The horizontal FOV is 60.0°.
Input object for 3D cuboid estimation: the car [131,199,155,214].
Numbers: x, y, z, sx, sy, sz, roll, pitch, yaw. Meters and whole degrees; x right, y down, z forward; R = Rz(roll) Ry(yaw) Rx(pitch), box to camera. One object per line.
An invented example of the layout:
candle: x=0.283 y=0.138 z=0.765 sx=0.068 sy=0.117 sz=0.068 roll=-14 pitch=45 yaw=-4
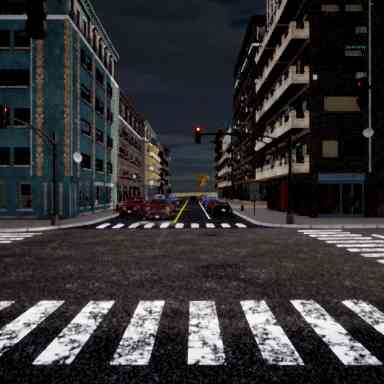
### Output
car: x=-5.200 y=1.538 z=35.749 sx=1.887 sy=1.381 sz=4.507 roll=0 pitch=0 yaw=0

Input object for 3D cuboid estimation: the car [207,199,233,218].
car: x=2.662 y=1.562 z=30.173 sx=1.947 sy=1.339 sz=4.313 roll=0 pitch=0 yaw=0

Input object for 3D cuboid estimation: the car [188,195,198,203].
car: x=0.281 y=1.476 z=70.344 sx=1.837 sy=1.490 sz=4.892 roll=0 pitch=0 yaw=0

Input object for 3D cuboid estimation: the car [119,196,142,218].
car: x=-5.218 y=1.311 z=30.197 sx=2.192 sy=1.841 sz=5.009 roll=0 pitch=0 yaw=0

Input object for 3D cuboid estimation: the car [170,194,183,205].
car: x=-2.691 y=1.479 z=48.021 sx=2.128 sy=1.511 sz=4.902 roll=0 pitch=0 yaw=0

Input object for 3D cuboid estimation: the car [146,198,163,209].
car: x=-5.164 y=1.533 z=46.854 sx=1.887 sy=1.381 sz=4.507 roll=0 pitch=0 yaw=0

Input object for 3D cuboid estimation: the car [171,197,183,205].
car: x=-2.615 y=1.582 z=59.071 sx=1.895 sy=1.301 sz=4.718 roll=0 pitch=0 yaw=1

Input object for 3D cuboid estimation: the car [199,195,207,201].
car: x=2.841 y=1.504 z=85.693 sx=1.887 sy=1.381 sz=4.507 roll=0 pitch=0 yaw=0

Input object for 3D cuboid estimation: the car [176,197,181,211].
car: x=-2.728 y=1.484 z=38.013 sx=2.128 sy=1.511 sz=4.902 roll=0 pitch=0 yaw=0

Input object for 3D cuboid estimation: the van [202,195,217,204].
van: x=2.717 y=1.329 z=46.829 sx=1.690 sy=1.788 sz=3.998 roll=0 pitch=0 yaw=0

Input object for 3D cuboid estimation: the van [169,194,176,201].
van: x=-5.039 y=1.301 z=85.717 sx=1.690 sy=1.788 sz=3.998 roll=0 pitch=0 yaw=0

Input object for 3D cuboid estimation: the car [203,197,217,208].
car: x=2.698 y=1.573 z=41.277 sx=1.802 sy=1.307 sz=4.206 roll=0 pitch=0 yaw=0

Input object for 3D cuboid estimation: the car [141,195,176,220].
car: x=-2.728 y=1.349 z=28.173 sx=2.097 sy=1.767 sz=4.553 roll=0 pitch=0 yaw=0

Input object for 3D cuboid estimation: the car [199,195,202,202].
car: x=2.752 y=1.422 z=57.932 sx=1.967 sy=1.590 sz=4.097 roll=0 pitch=0 yaw=0

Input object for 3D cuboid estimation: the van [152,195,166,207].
van: x=-5.146 y=1.326 z=52.405 sx=1.690 sy=1.788 sz=3.998 roll=0 pitch=0 yaw=0

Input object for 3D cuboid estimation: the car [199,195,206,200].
car: x=2.858 y=1.499 z=91.245 sx=1.887 sy=1.381 sz=4.507 roll=0 pitch=0 yaw=0
